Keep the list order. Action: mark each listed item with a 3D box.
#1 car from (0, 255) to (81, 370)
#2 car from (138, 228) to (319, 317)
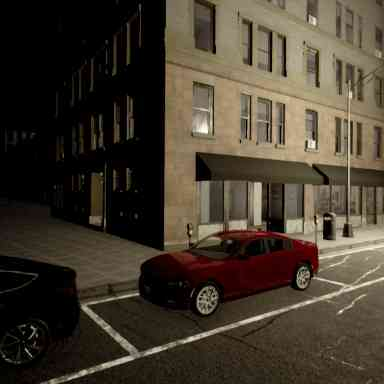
[{"bbox_3d":[-3.635,1.566,4.166,4.313,1.339,1.947,0,1,-35],"label":"car"},{"bbox_3d":[0.987,1.545,7.455,4.507,1.381,1.887,0,1,-35],"label":"car"}]
